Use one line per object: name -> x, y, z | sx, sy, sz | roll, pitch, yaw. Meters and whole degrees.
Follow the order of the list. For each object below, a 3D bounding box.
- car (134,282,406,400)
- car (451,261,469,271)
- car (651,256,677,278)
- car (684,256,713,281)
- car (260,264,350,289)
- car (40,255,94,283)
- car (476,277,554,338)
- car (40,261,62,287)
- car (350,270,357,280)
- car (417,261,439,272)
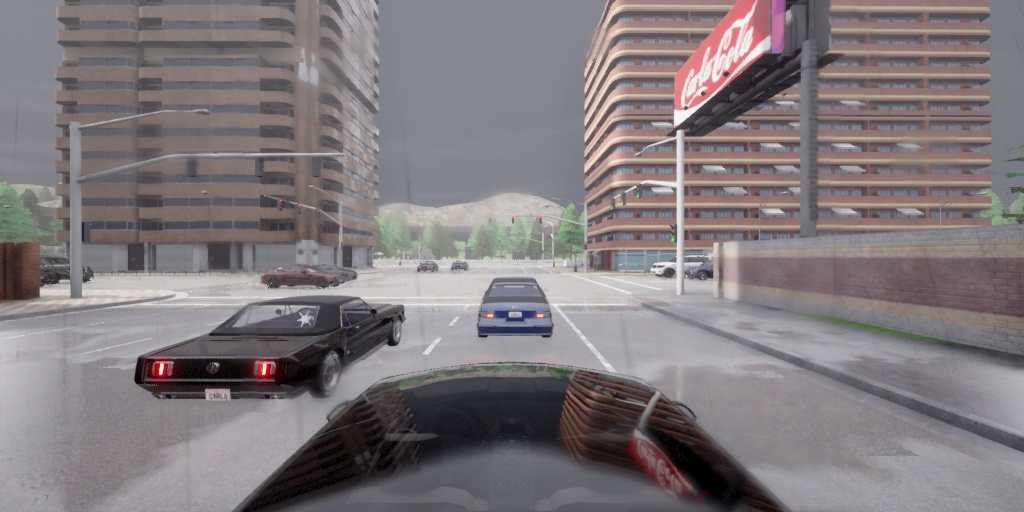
car -> -3.450, 1.351, 6.453 | 1.895, 1.301, 4.718 | 0, 0, 0
car -> -7.141, 1.314, 49.394 | 1.994, 1.385, 4.181 | 0, 0, 1
car -> 15.862, 0.972, 33.222 | 5.566, 2.045, 2.150 | 0, 0, 0
car -> 16.701, 1.102, 29.727 | 4.553, 1.767, 2.097 | 0, 0, 0
car -> -13.004, 1.275, 22.313 | 4.674, 1.442, 1.812 | 0, 0, -1
car -> -33.578, 0.970, 25.663 | 5.566, 2.045, 2.150 | 0, 0, 0
car -> 0.065, 1.297, 10.176 | 2.033, 1.411, 5.357 | 0, 0, 0
car -> -31.826, 1.241, 22.175 | 4.902, 1.511, 2.128 | 0, 0, 0
car -> -14.045, 1.314, 27.139 | 4.181, 1.385, 1.994 | 0, 0, -16
car -> -10.654, 1.314, 45.574 | 1.994, 1.385, 4.181 | 0, 0, 1
